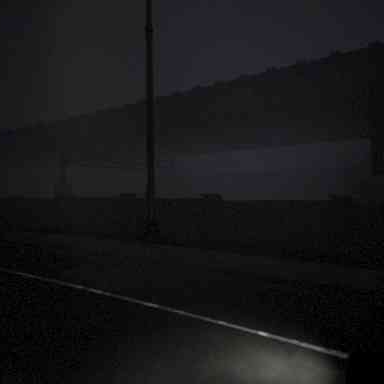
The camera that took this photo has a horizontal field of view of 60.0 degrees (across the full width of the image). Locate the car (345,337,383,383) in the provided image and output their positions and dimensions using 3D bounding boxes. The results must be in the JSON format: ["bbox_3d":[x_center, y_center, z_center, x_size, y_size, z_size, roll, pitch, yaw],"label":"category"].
[{"bbox_3d":[3.278,1.535,1.634,4.674,1.442,1.812,0,0,35],"label":"car"}]
